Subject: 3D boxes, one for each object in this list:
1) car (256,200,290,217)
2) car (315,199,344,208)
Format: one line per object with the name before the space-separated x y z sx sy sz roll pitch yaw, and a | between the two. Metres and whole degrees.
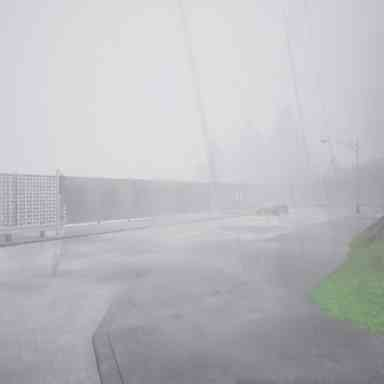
car | 7.858 1.526 32.073 1.812 1.442 4.674 0 0 36
car | 19.480 1.645 47.223 4.718 1.301 1.895 0 0 -36
